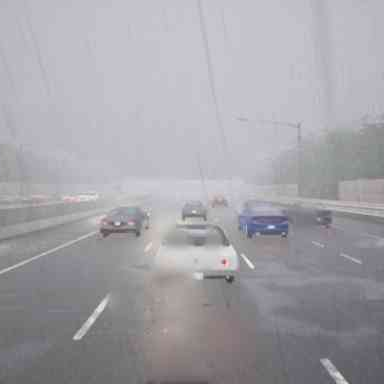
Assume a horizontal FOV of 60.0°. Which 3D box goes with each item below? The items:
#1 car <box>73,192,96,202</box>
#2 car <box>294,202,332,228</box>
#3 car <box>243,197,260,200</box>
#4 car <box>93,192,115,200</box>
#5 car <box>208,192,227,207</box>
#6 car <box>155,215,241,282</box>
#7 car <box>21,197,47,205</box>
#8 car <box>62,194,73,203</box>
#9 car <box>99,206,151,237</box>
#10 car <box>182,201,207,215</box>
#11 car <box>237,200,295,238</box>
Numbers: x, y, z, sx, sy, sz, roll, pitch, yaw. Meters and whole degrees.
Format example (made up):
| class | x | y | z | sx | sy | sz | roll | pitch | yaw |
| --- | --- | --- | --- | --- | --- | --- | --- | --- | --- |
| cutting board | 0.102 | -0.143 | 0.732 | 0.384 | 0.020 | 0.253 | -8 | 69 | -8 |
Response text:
| class | x | y | z | sx | sy | sz | roll | pitch | yaw |
| --- | --- | --- | --- | --- | --- | --- | --- | --- | --- |
| car | -17.222 | 0.948 | 55.292 | 2.150 | 2.045 | 5.566 | 0 | 0 | 1 |
| car | 7.152 | 1.382 | 21.189 | 1.882 | 1.535 | 5.008 | 0 | 0 | 0 |
| car | 7.280 | 1.301 | 40.564 | 2.128 | 1.511 | 4.902 | 0 | 0 | 0 |
| car | -13.751 | 1.215 | 53.509 | 1.882 | 1.535 | 5.008 | 0 | 0 | 1 |
| car | 3.734 | 1.128 | 46.632 | 2.097 | 1.767 | 4.553 | 0 | 0 | 1 |
| car | 0.112 | 1.556 | 9.532 | 1.895 | 1.301 | 4.718 | 0 | 0 | 0 |
| car | -24.274 | 1.349 | 51.038 | 1.895 | 1.301 | 4.718 | 0 | 0 | 1 |
| car | -20.687 | 1.067 | 57.506 | 2.097 | 1.767 | 4.553 | 0 | 0 | 1 |
| car | -3.364 | 1.466 | 17.553 | 2.033 | 1.411 | 5.357 | 0 | 0 | 0 |
| car | 0.182 | 1.440 | 26.920 | 1.994 | 1.385 | 4.181 | 0 | 0 | 0 |
| car | 3.535 | 1.400 | 17.245 | 1.882 | 1.535 | 5.008 | 0 | 0 | 0 |
